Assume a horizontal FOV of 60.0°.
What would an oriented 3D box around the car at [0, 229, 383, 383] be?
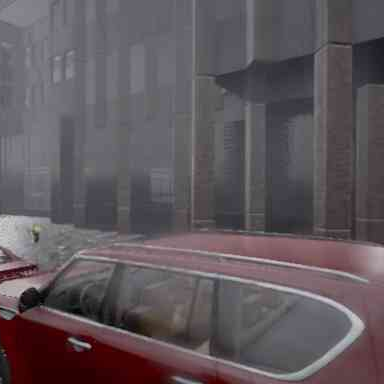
[{"bbox_3d":[-0.212,1.319,3.218,5.009,1.841,2.192,0,0,36],"label":"car"}]
